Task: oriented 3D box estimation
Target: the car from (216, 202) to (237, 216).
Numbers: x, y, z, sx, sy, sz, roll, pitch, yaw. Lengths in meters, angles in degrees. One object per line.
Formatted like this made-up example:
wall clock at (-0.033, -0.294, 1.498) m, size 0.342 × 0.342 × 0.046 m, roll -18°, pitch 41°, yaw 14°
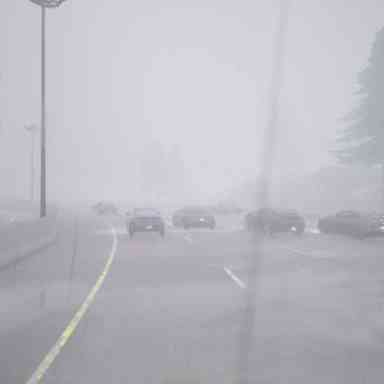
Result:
car at (3.149, 1.710, 33.935) m, size 1.895 × 1.301 × 4.718 m, roll 0°, pitch 0°, yaw -23°

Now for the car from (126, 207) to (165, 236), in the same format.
car at (-2.694, 1.588, 18.772) m, size 1.812 × 1.442 × 4.674 m, roll 0°, pitch 0°, yaw -14°

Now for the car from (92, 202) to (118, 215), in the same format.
car at (-9.586, 1.721, 36.226) m, size 1.895 × 1.301 × 4.718 m, roll 0°, pitch 0°, yaw -28°

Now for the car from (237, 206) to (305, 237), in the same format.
car at (4.468, 1.564, 18.785) m, size 1.837 × 1.490 × 4.892 m, roll 0°, pitch 0°, yaw -13°

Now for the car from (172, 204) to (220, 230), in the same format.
car at (0.014, 1.635, 21.870) m, size 1.994 × 1.385 × 4.181 m, roll 0°, pitch 0°, yaw -16°

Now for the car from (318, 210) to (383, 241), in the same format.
car at (8.376, 1.617, 17.207) m, size 1.994 × 1.385 × 4.181 m, roll 0°, pitch 0°, yaw -12°
